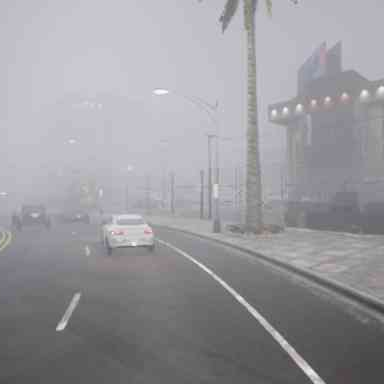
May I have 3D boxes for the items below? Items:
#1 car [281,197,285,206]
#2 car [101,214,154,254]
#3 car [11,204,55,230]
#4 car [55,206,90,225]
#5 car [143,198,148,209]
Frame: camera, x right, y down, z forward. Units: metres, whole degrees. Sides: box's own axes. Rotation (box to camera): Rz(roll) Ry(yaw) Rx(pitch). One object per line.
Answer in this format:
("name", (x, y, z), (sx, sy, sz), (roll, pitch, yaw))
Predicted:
("car", (12.464, 1.860, 47.883), (2.002, 1.452, 4.674), (0, -1, -44))
("car", (-2.863, 1.678, 14.374), (1.812, 1.442, 4.674), (0, -1, -19))
("car", (-11.466, 1.622, 23.553), (2.097, 1.767, 4.553), (0, 0, -34))
("car", (-9.994, 1.864, 27.297), (1.994, 1.385, 4.181), (0, -1, -38))
("car", (-7.361, 1.793, 52.134), (2.185, 1.767, 4.553), (0, -1, -44))
